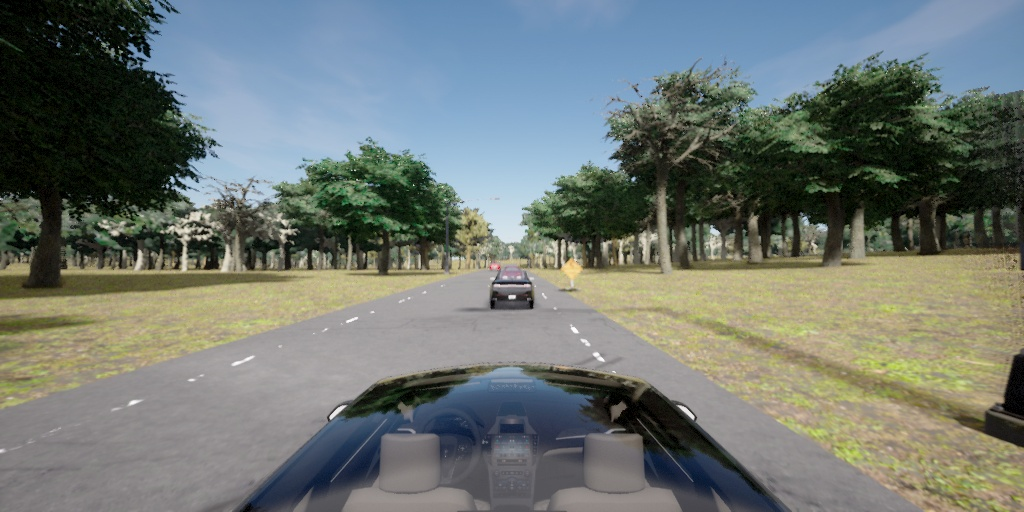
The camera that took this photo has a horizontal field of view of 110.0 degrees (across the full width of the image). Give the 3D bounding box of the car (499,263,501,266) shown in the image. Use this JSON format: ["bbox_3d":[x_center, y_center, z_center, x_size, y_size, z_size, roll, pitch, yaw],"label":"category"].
[{"bbox_3d":[0.014,1.576,31.254,1.812,1.442,4.674,0,-1,0],"label":"car"}]

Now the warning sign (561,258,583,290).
[{"bbox_3d":[3.555,1.051,21.145,1.300,1.860,1.060,0,0,0],"label":"warning sign"}]

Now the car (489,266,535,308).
[{"bbox_3d":[0.009,1.381,16.154,2.128,1.511,4.902,0,0,0],"label":"car"}]
